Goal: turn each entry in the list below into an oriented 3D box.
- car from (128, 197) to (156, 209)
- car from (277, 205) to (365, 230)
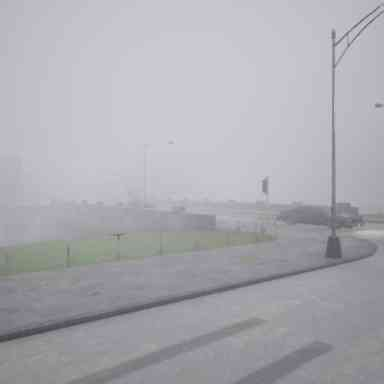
[{"bbox_3d":[-6.238,1.454,41.149,1.882,1.535,5.008,0,0,-35],"label":"car"},{"bbox_3d":[7.987,1.536,21.183,2.033,1.411,5.357,0,0,-35],"label":"car"}]
